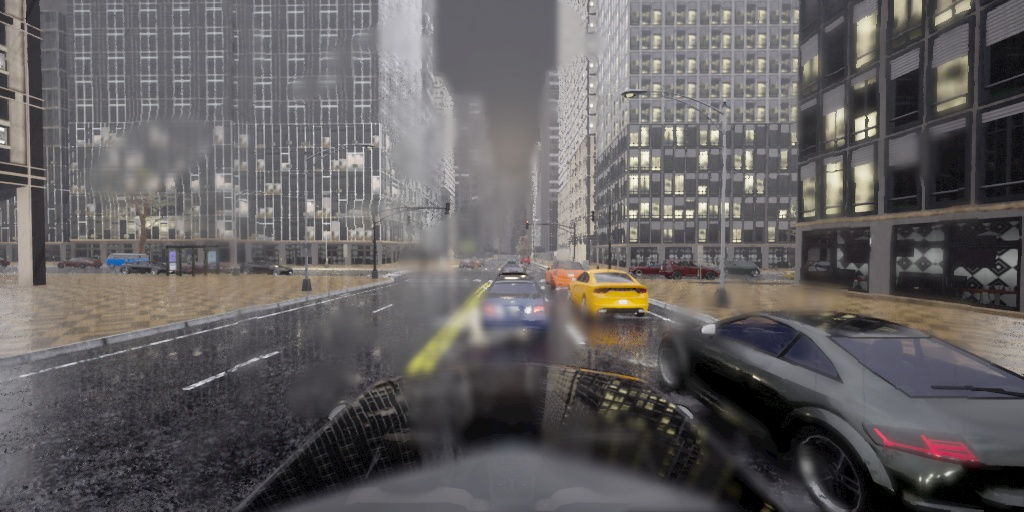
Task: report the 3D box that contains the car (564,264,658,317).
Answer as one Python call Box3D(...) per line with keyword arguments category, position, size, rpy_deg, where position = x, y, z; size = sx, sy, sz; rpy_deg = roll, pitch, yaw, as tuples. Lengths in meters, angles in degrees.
Box3D(category="car", position=(3.331, 1.222, 13.207), size=(1.882, 1.535, 5.008), rpy_deg=(0, 0, 0))

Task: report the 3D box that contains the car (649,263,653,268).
Box3D(category="car", position=(15.018, 1.450, 38.737), size=(4.718, 1.301, 1.895), rpy_deg=(1, 1, 2))

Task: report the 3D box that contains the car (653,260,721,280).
Box3D(category="car", position=(16.142, 1.268, 32.911), size=(5.009, 1.841, 2.192), rpy_deg=(0, 0, 1))

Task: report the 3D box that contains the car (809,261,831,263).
Box3D(category="car", position=(32.662, 1.356, 38.423), size=(4.553, 1.767, 2.097), rpy_deg=(1, 1, 1))

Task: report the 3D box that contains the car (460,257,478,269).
Box3D(category="car", position=(-6.679, 1.277, 54.328), size=(1.994, 1.385, 4.181), rpy_deg=(0, 0, 0))

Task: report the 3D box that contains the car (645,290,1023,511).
Box3D(category="car", position=(3.341, 1.313, 4.122), size=(1.994, 1.385, 4.181), rpy_deg=(0, 0, 0))

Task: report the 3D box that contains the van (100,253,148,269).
Box3D(category="van", position=(-45.354, 0.604, 42.303), size=(3.998, 1.789, 1.690), rpy_deg=(0, 0, 1))

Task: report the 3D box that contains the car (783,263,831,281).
Box3D(category="car", position=(27.591, 1.577, 32.733), size=(4.829, 1.417, 1.751), rpy_deg=(0, 0, 1))

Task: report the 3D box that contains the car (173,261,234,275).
Box3D(category="car", position=(-28.468, 1.137, 33.497), size=(4.207, 1.307, 1.802), rpy_deg=(0, 0, 1))

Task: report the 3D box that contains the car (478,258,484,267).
Box3D(category="car", position=(-6.665, 1.053, 64.329), size=(2.097, 1.767, 4.553), rpy_deg=(0, 0, 0))

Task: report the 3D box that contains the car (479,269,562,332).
Box3D(category="car", position=(0.086, 1.294, 10.802), size=(2.033, 1.411, 5.357), rpy_deg=(0, 0, 1))

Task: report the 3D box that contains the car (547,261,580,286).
Box3D(category="car", position=(3.316, 1.091, 22.212), size=(2.097, 1.767, 4.553), rpy_deg=(0, 0, 0))

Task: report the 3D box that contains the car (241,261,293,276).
Box3D(category="car", position=(-22.784, 1.172, 33.374), size=(4.313, 1.339, 1.948), rpy_deg=(0, 0, 1))

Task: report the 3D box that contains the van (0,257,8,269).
Box3D(category="van", position=(-51.194, 0.686, 34.031), size=(3.998, 1.789, 1.690), rpy_deg=(0, 0, 1))

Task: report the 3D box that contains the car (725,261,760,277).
Box3D(category="car", position=(23.914, 1.280, 38.565), size=(4.553, 1.767, 2.097), rpy_deg=(1, 1, 1))

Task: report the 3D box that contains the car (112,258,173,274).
Box3D(category="car", position=(-34.149, 1.068, 33.661), size=(4.313, 1.339, 1.948), rpy_deg=(0, 0, 1))

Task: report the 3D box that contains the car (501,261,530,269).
Box3D(category="car", position=(0.070, 1.232, 20.554), size=(2.128, 1.511, 4.902), rpy_deg=(0, 0, 0))
